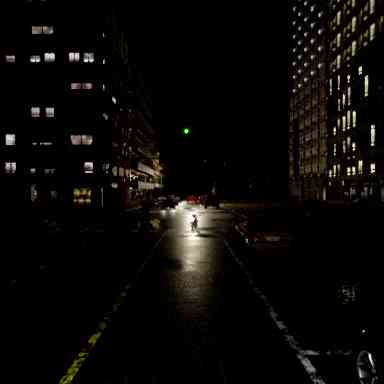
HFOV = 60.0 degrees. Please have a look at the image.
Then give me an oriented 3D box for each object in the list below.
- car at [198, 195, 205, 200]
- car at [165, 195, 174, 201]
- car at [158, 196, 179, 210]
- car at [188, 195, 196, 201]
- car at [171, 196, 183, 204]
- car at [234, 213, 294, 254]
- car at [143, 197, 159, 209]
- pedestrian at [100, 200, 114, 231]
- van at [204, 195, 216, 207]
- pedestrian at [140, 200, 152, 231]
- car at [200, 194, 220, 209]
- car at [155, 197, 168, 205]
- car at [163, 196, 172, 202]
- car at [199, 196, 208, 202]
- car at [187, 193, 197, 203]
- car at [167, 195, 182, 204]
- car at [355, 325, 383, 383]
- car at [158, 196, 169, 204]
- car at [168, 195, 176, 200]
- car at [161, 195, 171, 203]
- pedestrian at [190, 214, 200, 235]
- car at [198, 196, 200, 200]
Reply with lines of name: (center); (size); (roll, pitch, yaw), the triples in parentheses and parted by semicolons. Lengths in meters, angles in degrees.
car: (2.696, 1.641, 95.545); (1.752, 1.417, 4.829); (0, 0, 0)
car: (-5.686, 1.530, 84.323); (1.967, 1.590, 4.097); (0, 0, 0)
car: (-3.118, 1.570, 44.544); (2.033, 1.411, 5.357); (0, 0, -4)
car: (0.009, 1.545, 84.829); (2.033, 1.411, 5.357); (0, 0, 0)
car: (-3.026, 1.548, 66.465); (2.128, 1.511, 4.902); (0, 0, 1)
car: (2.688, 1.527, 13.393); (1.752, 1.417, 4.829); (0, 0, 0)
car: (-5.689, 1.575, 45.636); (2.008, 1.369, 4.403); (0, 0, 0)
pedestrian: (-4.878, 1.311, 19.104); (0.375, 1.860, 0.375); (0, 0, 0)
van: (2.690, 1.372, 51.162); (1.690, 1.788, 3.998); (0, 0, 0)
pedestrian: (-2.574, 1.307, 18.590); (0.375, 1.860, 0.375); (0, 0, 0)
car: (2.690, 1.339, 45.636); (2.192, 1.841, 5.009); (0, 0, 0)
car: (-5.688, 1.598, 62.216); (2.008, 1.369, 4.403); (0, 0, 0)
car: (-5.686, 1.661, 78.796); (1.802, 1.307, 4.206); (0, 0, 0)
car: (2.694, 1.624, 78.795); (1.887, 1.381, 4.507); (0, 0, 0)
car: (0.007, 1.296, 74.442); (2.150, 2.045, 5.566); (0, 0, 0)
car: (-3.083, 1.584, 54.997); (2.033, 1.411, 5.357); (0, 0, 0)
car: (2.686, 1.566, 1.957); (1.947, 1.339, 4.313); (0, 0, 0)
car: (-5.687, 1.602, 67.742); (1.887, 1.381, 4.507); (0, 0, 0)
car: (-5.684, 1.640, 95.206); (1.752, 1.417, 4.829); (0, 0, 0)
car: (-5.687, 1.509, 73.270); (1.967, 1.590, 4.097); (0, 0, 0)
pedestrian: (0.177, 1.678, 17.597); (0.500, 1.100, 0.500); (0, 0, 0)
car: (2.692, 1.373, 67.741); (2.192, 1.841, 5.009); (0, 0, 0)
